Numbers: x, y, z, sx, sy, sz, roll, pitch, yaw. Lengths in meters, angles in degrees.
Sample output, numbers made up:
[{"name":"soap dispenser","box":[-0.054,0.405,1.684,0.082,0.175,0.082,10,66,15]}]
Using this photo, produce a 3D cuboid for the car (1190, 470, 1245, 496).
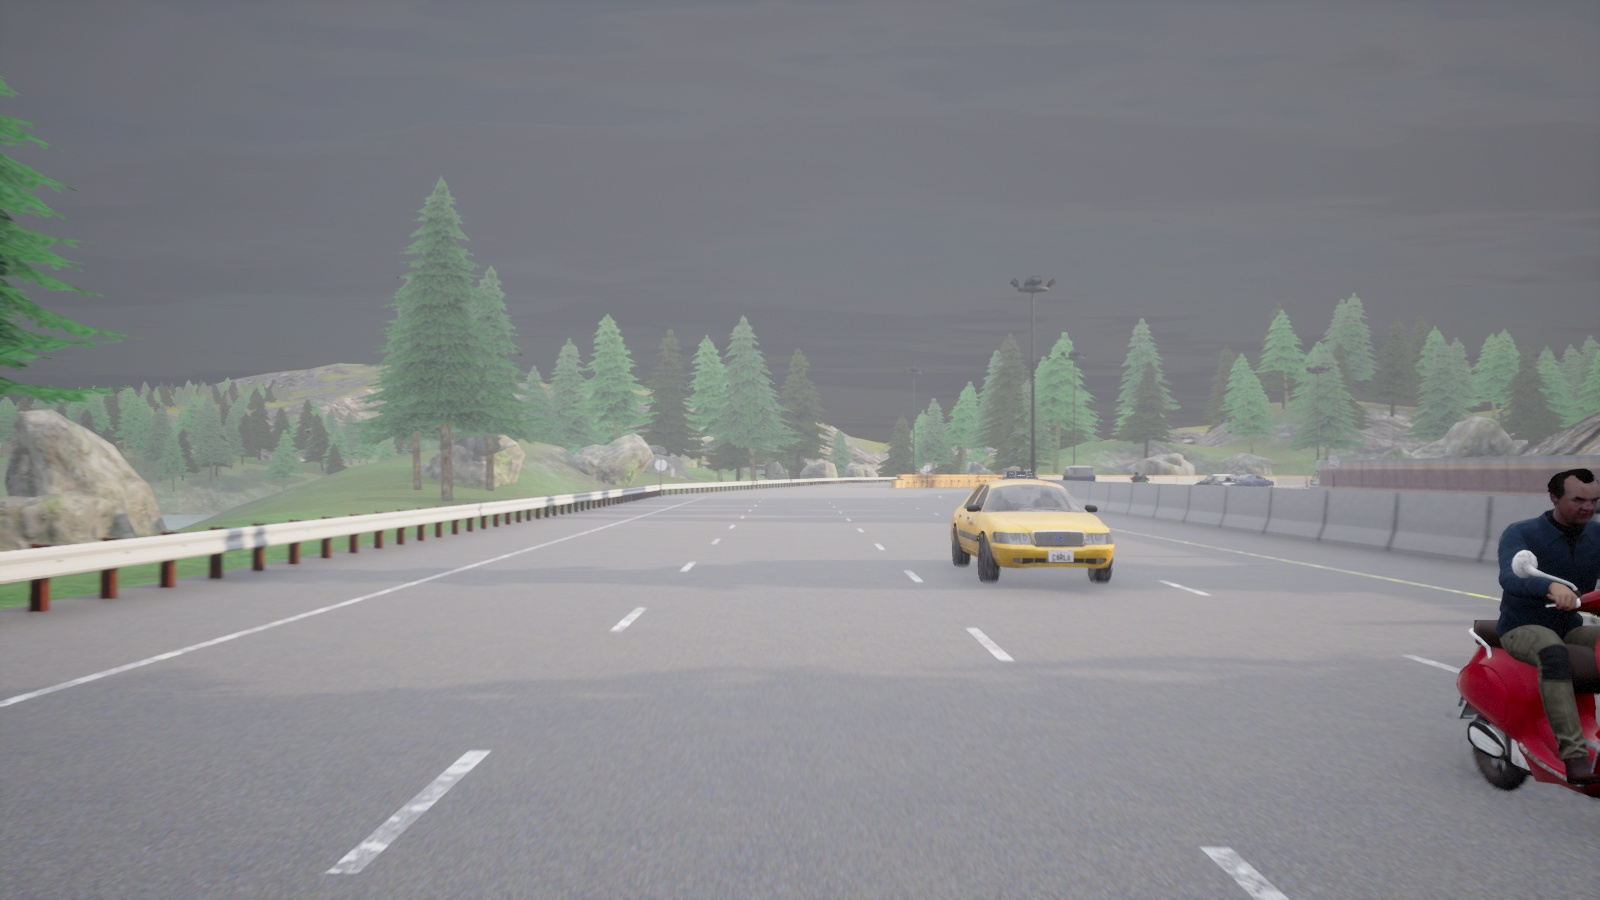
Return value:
[{"name":"car","box":[24.204,1.911,72.959,1.970,1.475,3.806,0,-1,1]}]

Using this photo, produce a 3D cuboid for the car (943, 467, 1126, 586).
[{"name":"car","box":[3.448,1.068,19.484,1.801,1.575,5.366,0,-1,0]}]

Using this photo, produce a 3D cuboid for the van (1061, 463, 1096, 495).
[{"name":"van","box":[17.783,1.847,80.249,1.775,1.987,4.442,-1,-1,8]}]

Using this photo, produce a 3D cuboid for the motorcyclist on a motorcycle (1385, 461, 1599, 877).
[{"name":"motorcyclist on a motorcycle","box":[3.487,0.849,5.619,0.866,1.590,1.817,0,-1,0]}]
